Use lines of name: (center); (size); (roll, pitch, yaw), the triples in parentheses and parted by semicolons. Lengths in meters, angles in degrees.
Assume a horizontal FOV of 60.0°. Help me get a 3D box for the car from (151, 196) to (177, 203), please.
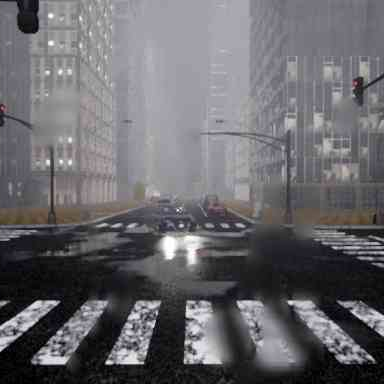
car: (-2.916, 1.480, 35.516); (1.837, 1.490, 4.892); (0, 0, 0)

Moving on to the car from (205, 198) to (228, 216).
car: (2.461, 1.558, 32.163); (1.802, 1.307, 4.206); (-1, 0, 0)

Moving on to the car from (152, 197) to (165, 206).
car: (-5.428, 1.538, 54.221); (1.802, 1.307, 4.206); (-1, 0, 0)

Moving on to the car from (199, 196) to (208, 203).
car: (2.420, 1.482, 70.834); (1.887, 1.381, 4.507); (-1, 0, 0)

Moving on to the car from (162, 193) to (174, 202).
car: (-5.474, 1.246, 76.319); (2.192, 1.841, 5.009); (-1, 0, 0)

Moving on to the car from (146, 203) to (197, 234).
car: (-1.285, 1.550, 19.073); (1.994, 1.385, 4.181); (0, 0, -22)

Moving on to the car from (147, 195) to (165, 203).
car: (-5.420, 1.402, 48.696); (1.967, 1.590, 4.097); (-1, 0, 0)

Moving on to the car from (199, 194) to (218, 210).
car: (2.457, 1.282, 43.212); (2.192, 1.841, 5.009); (-1, 0, 0)

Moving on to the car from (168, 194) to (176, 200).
car: (-5.504, 1.351, 92.893); (1.967, 1.590, 4.097); (-1, 0, 0)

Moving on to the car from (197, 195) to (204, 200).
car: (2.378, 1.456, 92.933); (1.887, 1.381, 4.507); (-1, 0, 0)

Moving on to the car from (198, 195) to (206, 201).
car: (2.400, 1.506, 81.884); (1.802, 1.307, 4.206); (-1, 0, 0)

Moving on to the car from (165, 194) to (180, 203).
car: (-2.934, 1.449, 51.982); (2.128, 1.511, 4.902); (0, 0, 0)

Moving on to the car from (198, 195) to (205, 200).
car: (2.388, 1.443, 87.578); (1.752, 1.417, 4.829); (-1, 0, 0)
